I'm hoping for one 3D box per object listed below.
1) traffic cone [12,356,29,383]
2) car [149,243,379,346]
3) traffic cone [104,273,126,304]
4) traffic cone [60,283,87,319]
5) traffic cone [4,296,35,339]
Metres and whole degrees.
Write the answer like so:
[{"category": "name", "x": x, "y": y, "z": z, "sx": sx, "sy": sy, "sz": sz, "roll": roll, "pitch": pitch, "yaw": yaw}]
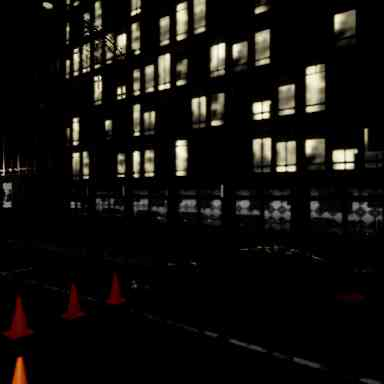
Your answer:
[{"category": "traffic cone", "x": -1.750, "y": 1.974, "z": 3.384, "sx": 0.340, "sy": 0.580, "sz": 0.340, "roll": 0, "pitch": 0, "yaw": 36}, {"category": "car", "x": 1.088, "y": 1.624, "z": 6.229, "sx": 4.206, "sy": 1.307, "sz": 1.802, "roll": 0, "pitch": 0, "yaw": 36}, {"category": "traffic cone", "x": -1.614, "y": 1.996, "z": 6.987, "sx": 0.340, "sy": 0.580, "sz": 0.340, "roll": 0, "pitch": 0, "yaw": 36}, {"category": "traffic cone", "x": -2.199, "y": 1.989, "z": 6.177, "sx": 0.340, "sy": 0.580, "sz": 0.340, "roll": 0, "pitch": 0, "yaw": 36}, {"category": "traffic cone", "x": -2.785, "y": 1.983, "z": 5.367, "sx": 0.340, "sy": 0.580, "sz": 0.340, "roll": 0, "pitch": 0, "yaw": 36}]
